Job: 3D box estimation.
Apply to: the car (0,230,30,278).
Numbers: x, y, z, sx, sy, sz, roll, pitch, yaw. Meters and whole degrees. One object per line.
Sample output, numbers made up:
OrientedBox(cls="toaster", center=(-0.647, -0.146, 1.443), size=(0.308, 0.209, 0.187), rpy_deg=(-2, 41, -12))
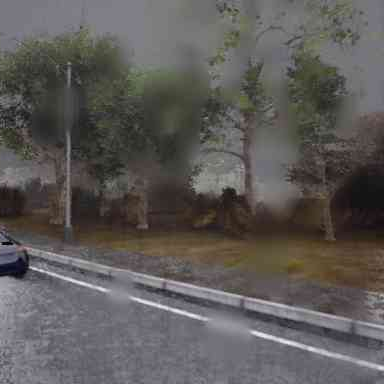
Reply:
OrientedBox(cls="car", center=(-6.218, 1.560, 9.099), size=(4.181, 1.385, 1.994), rpy_deg=(0, 0, 40))
